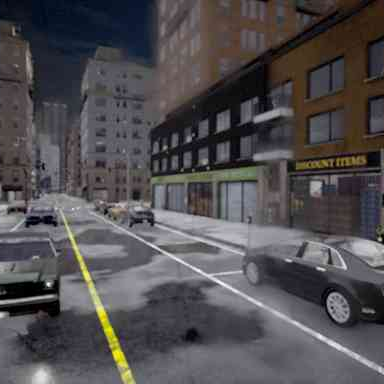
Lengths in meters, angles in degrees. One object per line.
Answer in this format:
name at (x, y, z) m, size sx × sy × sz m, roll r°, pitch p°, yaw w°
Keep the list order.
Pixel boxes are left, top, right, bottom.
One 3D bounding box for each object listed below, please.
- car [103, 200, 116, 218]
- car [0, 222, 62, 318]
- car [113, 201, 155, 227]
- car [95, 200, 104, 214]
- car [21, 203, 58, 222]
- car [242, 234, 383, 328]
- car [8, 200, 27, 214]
car at (-5.954, 1.527, 27.805) m, size 1.752 × 1.417 × 4.829 m, roll -1°, pitch 0°, yaw -23°
car at (-3.829, 1.599, 7.183) m, size 1.895 × 1.301 × 4.718 m, roll 0°, pitch 0°, yaw -22°
car at (-3.742, 1.555, 22.492) m, size 2.008 × 1.369 × 4.403 m, roll -1°, pitch 0°, yaw -23°
car at (-8.035, 1.564, 32.806) m, size 1.947 × 1.339 × 4.313 m, roll -1°, pitch 0°, yaw -23°
car at (-9.942, 1.595, 22.121) m, size 1.895 × 1.301 × 4.718 m, roll 0°, pitch 0°, yaw -23°
car at (2.698, 1.559, 7.021) m, size 2.008 × 1.369 × 4.403 m, roll -1°, pitch 0°, yaw -23°
car at (-18.070, 1.525, 34.676) m, size 1.887 × 1.381 × 4.507 m, roll -1°, pitch 0°, yaw -23°
